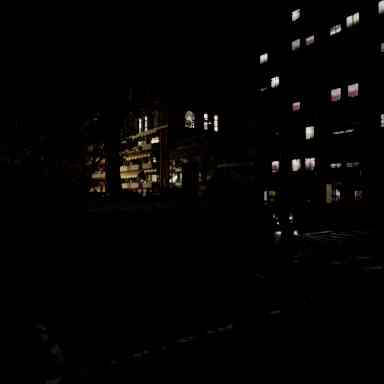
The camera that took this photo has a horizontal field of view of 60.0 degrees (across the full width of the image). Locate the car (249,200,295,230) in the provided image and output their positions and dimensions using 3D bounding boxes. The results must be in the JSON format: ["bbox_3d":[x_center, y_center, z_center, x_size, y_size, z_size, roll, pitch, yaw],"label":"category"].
[{"bbox_3d":[4.942,1.605,23.441,2.097,1.767,4.553,0,-1,-36],"label":"car"}]

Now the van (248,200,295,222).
[{"bbox_3d":[7.160,1.643,30.208,1.690,1.788,3.998,-1,0,-36],"label":"van"}]
